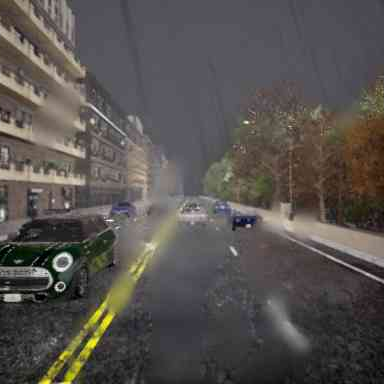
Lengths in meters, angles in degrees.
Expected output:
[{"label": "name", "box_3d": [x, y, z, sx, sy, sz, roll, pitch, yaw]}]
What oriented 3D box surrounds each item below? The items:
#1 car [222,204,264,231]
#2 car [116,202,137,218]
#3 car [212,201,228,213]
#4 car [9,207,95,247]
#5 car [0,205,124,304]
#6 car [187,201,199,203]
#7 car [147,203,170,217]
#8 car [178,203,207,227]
[{"label": "car", "box_3d": [3.274, 1.691, 21.477, 1.895, 1.301, 4.718, 0, 0, 0]}, {"label": "car", "box_3d": [-6.536, 1.659, 32.051, 1.812, 1.442, 4.674, 0, 0, 1]}, {"label": "car", "box_3d": [3.335, 1.709, 38.602, 2.033, 1.411, 5.357, 0, 0, 0]}, {"label": "car", "box_3d": [-6.564, 1.561, 16.355, 2.128, 1.511, 4.902, 0, 0, 0]}, {"label": "car", "box_3d": [-3.340, 1.387, 8.460, 2.097, 1.767, 4.553, 0, 0, 0]}, {"label": "car", "box_3d": [0.094, 1.771, 40.842, 1.895, 1.301, 4.718, 0, 0, 0]}, {"label": "car", "box_3d": [-3.275, 1.739, 33.107, 1.895, 1.301, 4.718, 0, 0, 1]}, {"label": "car", "box_3d": [0.043, 1.698, 23.194, 1.895, 1.301, 4.718, 0, 0, 1]}]
